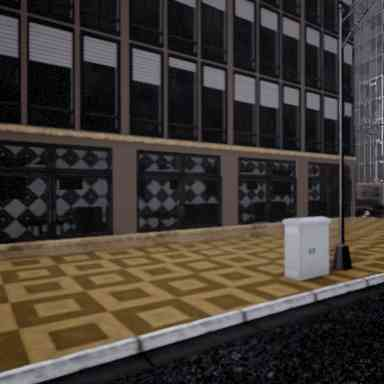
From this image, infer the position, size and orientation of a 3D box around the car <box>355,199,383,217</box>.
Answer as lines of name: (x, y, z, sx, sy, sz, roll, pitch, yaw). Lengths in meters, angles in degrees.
car: (15.384, 1.384, 30.098, 1.882, 1.535, 5.008, 0, 1, -16)
